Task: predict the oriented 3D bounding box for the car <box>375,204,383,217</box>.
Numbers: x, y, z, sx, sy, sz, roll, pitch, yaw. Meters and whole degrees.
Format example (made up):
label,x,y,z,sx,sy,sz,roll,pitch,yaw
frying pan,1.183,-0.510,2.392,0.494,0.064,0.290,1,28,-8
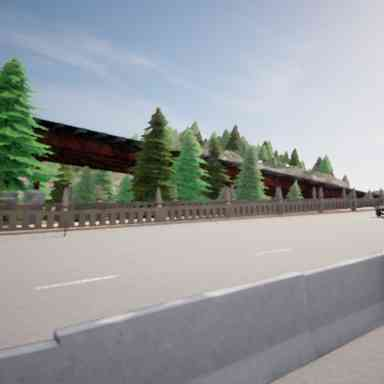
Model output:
label,x,y,z,sx,sy,sz,roll,pitch,yaw
car,18.597,1.524,30.316,4.892,1.490,1.837,0,0,-36
